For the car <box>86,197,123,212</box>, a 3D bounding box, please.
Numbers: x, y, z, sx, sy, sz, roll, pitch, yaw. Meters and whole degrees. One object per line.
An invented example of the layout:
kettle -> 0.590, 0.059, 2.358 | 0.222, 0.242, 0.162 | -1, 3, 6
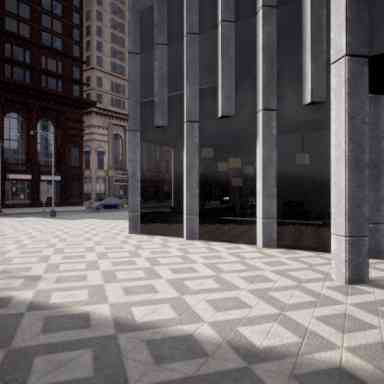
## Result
car -> -10.687, 1.438, 40.728 | 2.097, 1.767, 4.553 | 0, 0, 36
